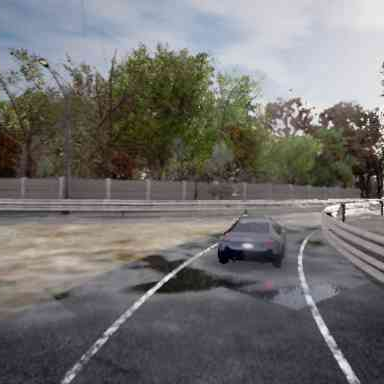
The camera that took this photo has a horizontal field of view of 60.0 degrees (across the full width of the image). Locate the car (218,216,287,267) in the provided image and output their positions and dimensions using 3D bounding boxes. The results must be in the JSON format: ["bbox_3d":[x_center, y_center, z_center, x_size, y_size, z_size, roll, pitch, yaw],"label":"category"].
[{"bbox_3d":[2.220,1.535,11.568,1.994,1.385,4.181,1,0,17],"label":"car"}]
